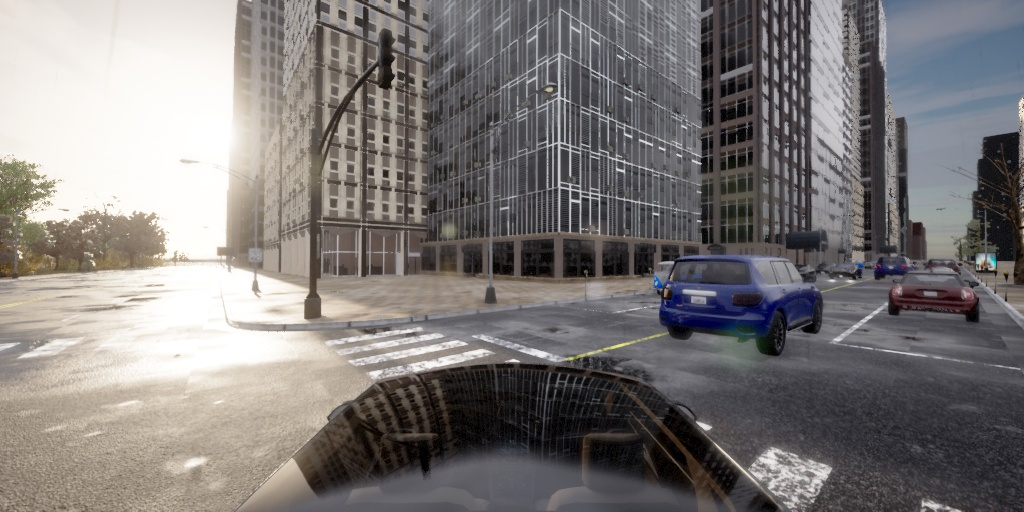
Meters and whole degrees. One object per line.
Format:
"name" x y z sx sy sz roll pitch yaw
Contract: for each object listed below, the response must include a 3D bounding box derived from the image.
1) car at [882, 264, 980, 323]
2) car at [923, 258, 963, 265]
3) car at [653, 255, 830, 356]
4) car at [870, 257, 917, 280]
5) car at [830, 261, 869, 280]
"car" 14.533 1.211 12.381 4.097 1.591 1.967 0 0 -39
"car" 36.516 1.145 30.431 5.009 1.841 2.192 0 0 -39
"car" 5.866 0.995 8.963 5.566 2.045 2.150 0 0 -39
"car" 33.514 1.067 31.369 5.566 2.045 2.150 0 0 -38
"car" 31.252 1.414 33.490 5.357 1.411 2.033 0 -1 -39
